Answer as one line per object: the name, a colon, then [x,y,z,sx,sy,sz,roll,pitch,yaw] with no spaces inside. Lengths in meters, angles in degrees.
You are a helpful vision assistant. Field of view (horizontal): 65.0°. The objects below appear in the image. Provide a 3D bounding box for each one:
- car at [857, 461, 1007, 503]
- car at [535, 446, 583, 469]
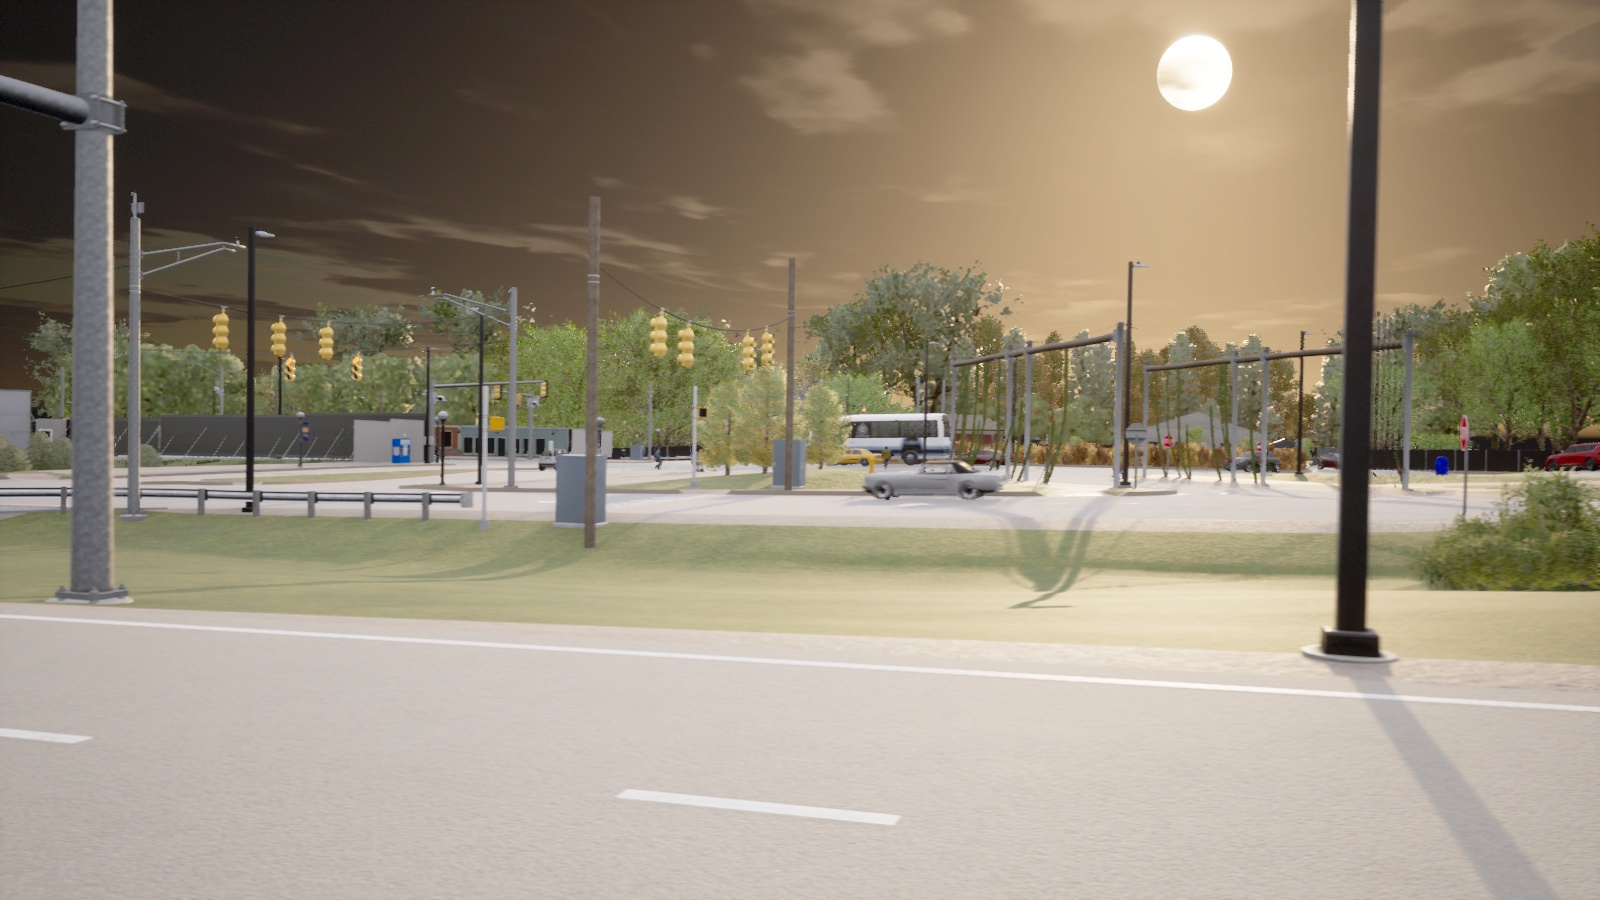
car: [4.446,1.046,42.191,4.718,1.301,1.895,0,1,18]
car: [-17.444,0.537,91.094,1.851,1.617,3.988,1,0,14]
